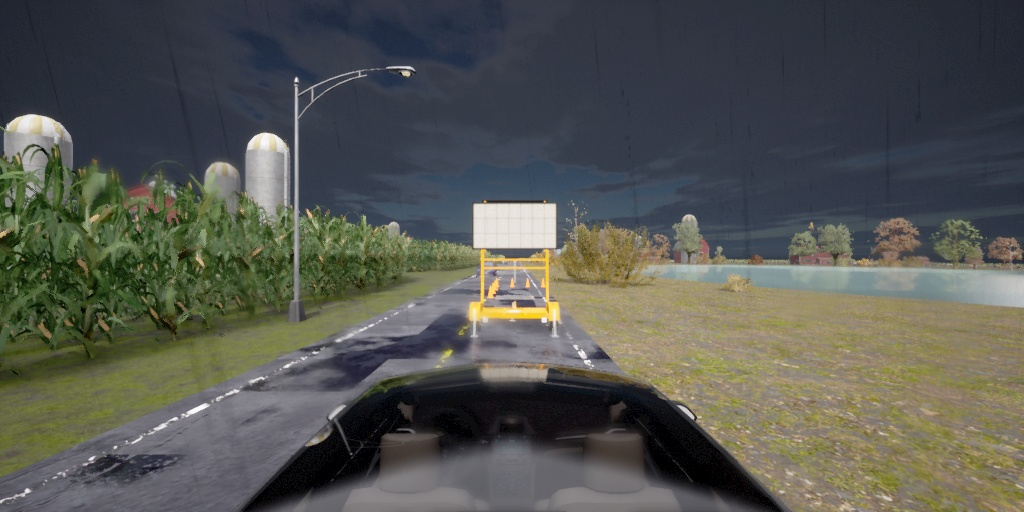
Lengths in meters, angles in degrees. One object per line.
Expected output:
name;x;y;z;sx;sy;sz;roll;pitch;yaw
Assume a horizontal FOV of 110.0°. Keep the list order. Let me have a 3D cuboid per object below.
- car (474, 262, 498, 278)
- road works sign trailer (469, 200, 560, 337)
car;-2.460;1.308;35.296;1.812;1.442;4.674;0;0;0
road works sign trailer;0.081;0.217;10.239;2.380;3.560;2.880;0;0;0
